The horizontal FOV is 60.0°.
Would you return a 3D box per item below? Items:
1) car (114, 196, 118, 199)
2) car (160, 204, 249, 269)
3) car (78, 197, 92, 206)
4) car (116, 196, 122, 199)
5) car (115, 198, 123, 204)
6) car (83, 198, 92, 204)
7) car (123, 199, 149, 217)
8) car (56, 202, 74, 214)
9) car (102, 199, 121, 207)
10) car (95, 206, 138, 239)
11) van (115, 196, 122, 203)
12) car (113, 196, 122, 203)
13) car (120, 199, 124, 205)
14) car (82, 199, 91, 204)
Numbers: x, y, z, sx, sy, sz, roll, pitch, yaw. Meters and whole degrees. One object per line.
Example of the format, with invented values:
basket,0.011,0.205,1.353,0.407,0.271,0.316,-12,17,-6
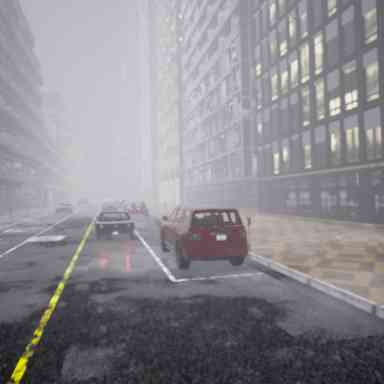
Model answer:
car,-16.380,2.117,75.569,1.802,1.307,4.206,-1,0,-14
car,0.198,1.328,11.248,2.192,1.841,5.009,0,0,-14
car,-24.013,2.001,73.606,2.192,1.841,5.009,-1,0,-14
car,-12.472,1.927,60.996,1.812,1.442,4.674,-1,0,-14
car,-17.752,2.167,80.933,1.802,1.307,4.206,-1,0,-14
car,-28.124,2.390,89.694,2.008,1.369,4.403,-1,0,-14
car,-5.412,1.612,32.665,1.967,1.590,4.097,0,0,-14
car,-15.783,1.953,41.426,1.887,1.381,4.507,0,0,-14
car,-10.131,1.892,41.054,1.895,1.301,4.718,-1,0,-14
car,-4.290,1.718,18.333,1.895,1.301,4.718,-1,0,-14
van,-19.125,1.978,86.295,1.690,1.788,3.998,-1,0,-14
car,-20.497,2.003,91.658,2.192,1.841,5.009,-1,0,-14
car,-8.153,1.840,43.391,1.802,1.307,4.206,-1,0,-14
car,-26.753,2.369,84.330,1.802,1.307,4.206,-1,0,-14
